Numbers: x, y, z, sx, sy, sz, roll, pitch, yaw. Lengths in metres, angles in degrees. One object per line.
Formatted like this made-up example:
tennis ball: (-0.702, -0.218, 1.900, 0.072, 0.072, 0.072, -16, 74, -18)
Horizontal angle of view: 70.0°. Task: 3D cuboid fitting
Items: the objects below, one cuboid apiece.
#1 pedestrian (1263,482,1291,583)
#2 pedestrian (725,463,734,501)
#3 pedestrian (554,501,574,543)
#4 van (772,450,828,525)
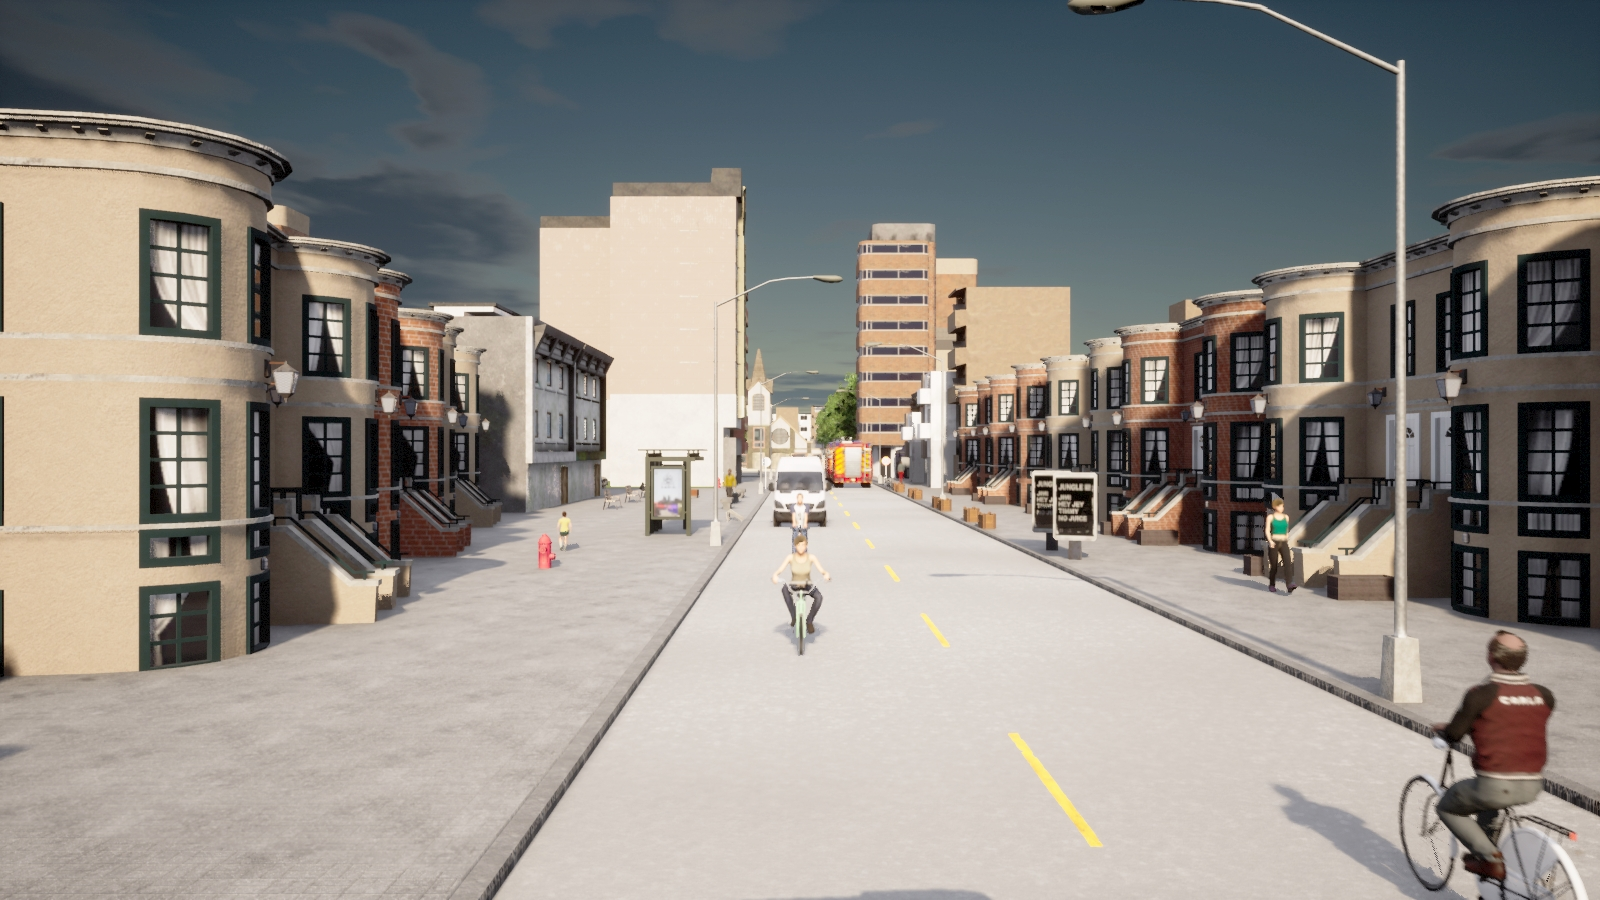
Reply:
pedestrian: (8.937, 1.532, 21.392, 0.375, 1.860, 0.375, 0, 0, 3)
pedestrian: (-3.462, 1.545, 55.920, 0.375, 1.860, 0.375, 0, 0, 3)
pedestrian: (-6.350, 1.921, 30.711, 0.500, 1.100, 0.500, 0, 0, -13)
van: (0.006, 1.328, 43.294, 1.988, 2.561, 5.915, 0, 1, 0)
